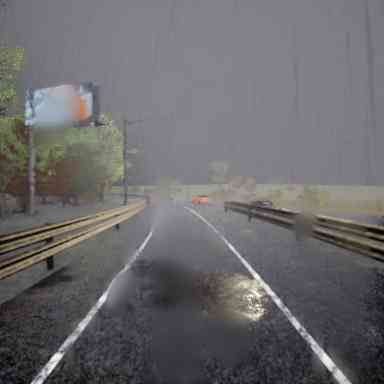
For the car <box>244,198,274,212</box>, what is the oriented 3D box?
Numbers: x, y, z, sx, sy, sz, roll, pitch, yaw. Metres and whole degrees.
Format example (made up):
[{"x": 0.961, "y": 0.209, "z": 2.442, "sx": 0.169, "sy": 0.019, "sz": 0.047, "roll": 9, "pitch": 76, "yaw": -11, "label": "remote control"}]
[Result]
[{"x": 7.532, "y": 1.395, "z": 38.236, "sx": 2.128, "sy": 1.511, "sz": 4.902, "roll": 0, "pitch": 0, "yaw": -16, "label": "car"}]

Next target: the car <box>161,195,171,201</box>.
[{"x": -6.870, "y": 1.474, "z": 87.191, "sx": 1.882, "sy": 1.535, "sz": 5.008, "roll": 0, "pitch": 0, "yaw": -16, "label": "car"}]

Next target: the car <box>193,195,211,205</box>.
[{"x": 1.627, "y": 1.297, "z": 58.304, "sx": 2.097, "sy": 1.767, "sz": 4.553, "roll": 0, "pitch": 0, "yaw": -16, "label": "car"}]
